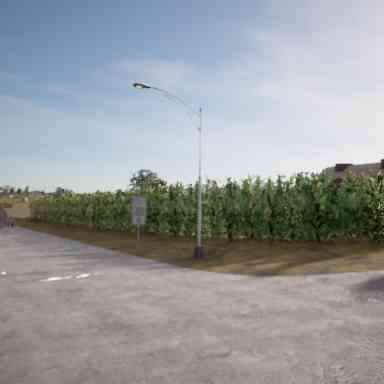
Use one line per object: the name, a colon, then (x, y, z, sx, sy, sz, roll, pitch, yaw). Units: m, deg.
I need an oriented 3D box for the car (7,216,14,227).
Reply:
car: (-24.444, 3.759, 43.248, 1.994, 1.385, 4.181, 4, -4, -37)
